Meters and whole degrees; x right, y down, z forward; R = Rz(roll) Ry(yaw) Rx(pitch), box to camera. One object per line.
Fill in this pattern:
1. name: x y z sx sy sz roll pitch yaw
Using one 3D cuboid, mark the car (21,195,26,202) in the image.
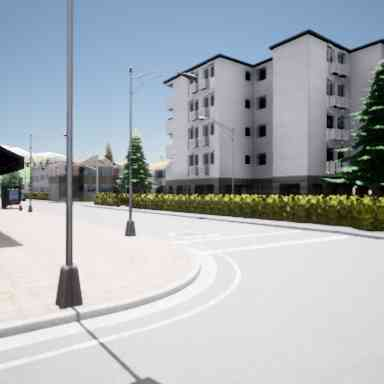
1. car: -38.375 1.369 74.059 1.994 1.385 4.181 0 0 -36
